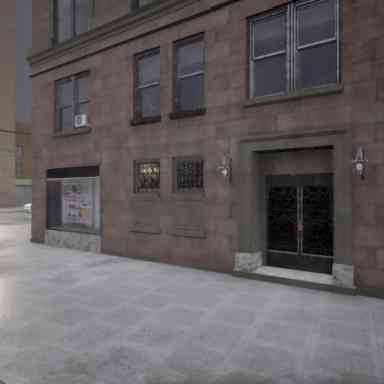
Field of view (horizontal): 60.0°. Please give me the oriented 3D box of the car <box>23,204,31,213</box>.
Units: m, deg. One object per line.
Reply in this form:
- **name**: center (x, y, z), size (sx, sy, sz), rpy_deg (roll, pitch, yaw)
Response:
- **car**: center (-15.660, 1.438, 35.778), size (1.812, 1.442, 4.674), rpy_deg (0, 0, 35)
